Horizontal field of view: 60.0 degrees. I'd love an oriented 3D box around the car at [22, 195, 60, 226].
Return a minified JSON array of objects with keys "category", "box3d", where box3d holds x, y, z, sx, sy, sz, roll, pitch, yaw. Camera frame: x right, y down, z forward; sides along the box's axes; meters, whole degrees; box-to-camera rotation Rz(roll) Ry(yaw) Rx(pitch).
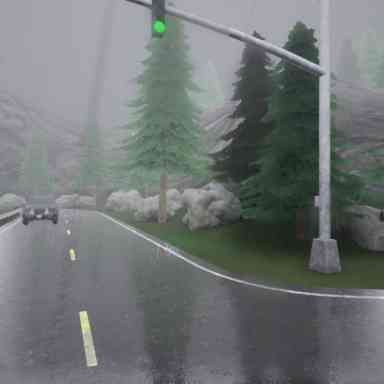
[{"category":"car","box3d":[-10.996,1.252,24.412,2.150,2.045,5.566,0,0,-21]}]
